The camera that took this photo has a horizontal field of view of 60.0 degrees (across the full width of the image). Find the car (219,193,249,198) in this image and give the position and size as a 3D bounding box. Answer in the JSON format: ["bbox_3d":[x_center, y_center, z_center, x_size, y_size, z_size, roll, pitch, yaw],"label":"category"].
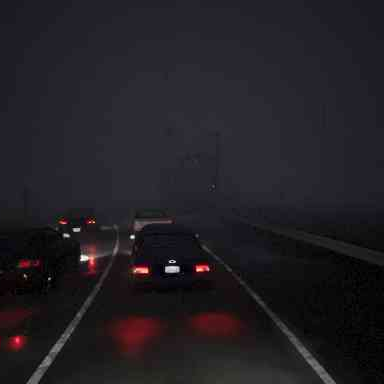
[{"bbox_3d":[7.087,1.220,61.026,5.566,2.045,2.150,0,0,-19],"label":"car"}]

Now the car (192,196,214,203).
[{"bbox_3d":[2.268,1.551,70.362,4.181,1.385,1.994,0,0,-20],"label":"car"}]

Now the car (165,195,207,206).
[{"bbox_3d":[-0.307,1.506,39.567,4.892,1.490,1.837,-1,0,-20],"label":"car"}]

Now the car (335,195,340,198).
[{"bbox_3d":[35.197,1.524,80.882,4.902,1.511,2.128,0,0,-34],"label":"car"}]

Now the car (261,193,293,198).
[{"bbox_3d":[16.849,1.220,64.503,5.566,2.045,2.150,0,0,-19],"label":"car"}]

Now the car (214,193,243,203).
[{"bbox_3d":[7.523,1.220,68.544,5.566,2.045,2.150,0,0,-20],"label":"car"}]

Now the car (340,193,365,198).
[{"bbox_3d":[35.695,1.224,72.841,5.566,2.045,2.150,0,0,-30],"label":"car"}]

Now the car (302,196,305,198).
[{"bbox_3d":[26.534,1.538,75.770,5.357,1.411,2.033,0,0,-22],"label":"car"}]

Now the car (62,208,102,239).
[{"bbox_3d":[-5.685,1.525,17.104,1.812,1.442,4.674,0,0,-13],"label":"car"}]

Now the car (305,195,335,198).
[{"bbox_3d":[26.155,1.477,67.913,5.008,1.535,1.882,0,0,-22],"label":"car"}]

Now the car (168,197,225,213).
[{"bbox_3d":[0.549,1.548,36.156,5.357,1.411,2.033,0,0,-20],"label":"car"}]

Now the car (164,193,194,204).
[{"bbox_3d":[-2.580,1.220,64.986,5.566,2.045,2.150,0,0,-20],"label":"car"}]

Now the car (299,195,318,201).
[{"bbox_3d":[28.116,1.551,80.555,4.181,1.385,1.994,0,0,-26],"label":"car"}]

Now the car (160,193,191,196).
[{"bbox_3d":[-2.674,1.351,57.525,4.553,1.767,2.097,0,0,-20],"label":"car"}]

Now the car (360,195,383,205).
[{"bbox_3d":[32.825,1.600,59.295,4.718,1.301,1.895,0,0,-25],"label":"car"}]

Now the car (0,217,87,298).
[{"bbox_3d":[-4.208,1.564,8.494,1.994,1.385,4.181,0,0,-6],"label":"car"}]

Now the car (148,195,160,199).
[{"bbox_3d":[-6.911,1.351,67.119,4.553,1.767,2.097,0,0,-20],"label":"car"}]

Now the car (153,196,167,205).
[{"bbox_3d":[-2.605,1.600,46.179,4.718,1.301,1.895,0,0,-20],"label":"car"}]

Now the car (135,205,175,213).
[{"bbox_3d":[-2.371,1.600,18.437,1.895,1.301,4.718,0,0,-12],"label":"car"}]

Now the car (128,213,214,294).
[{"bbox_3d":[-0.693,1.547,8.936,2.033,1.411,5.357,0,0,-7],"label":"car"}]
